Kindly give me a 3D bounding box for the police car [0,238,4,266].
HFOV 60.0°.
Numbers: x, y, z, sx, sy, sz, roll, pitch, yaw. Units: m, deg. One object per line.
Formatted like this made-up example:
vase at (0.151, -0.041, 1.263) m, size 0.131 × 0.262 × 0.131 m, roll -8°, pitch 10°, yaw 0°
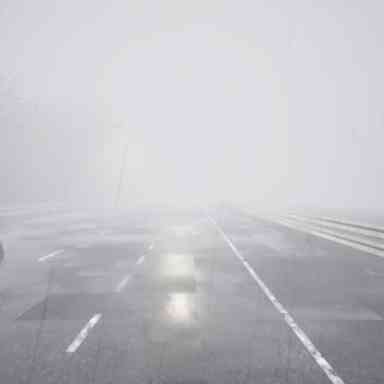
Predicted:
police car at (-6.763, 1.557, 8.512) m, size 2.038 × 1.542 × 4.974 m, roll 0°, pitch 0°, yaw -2°
